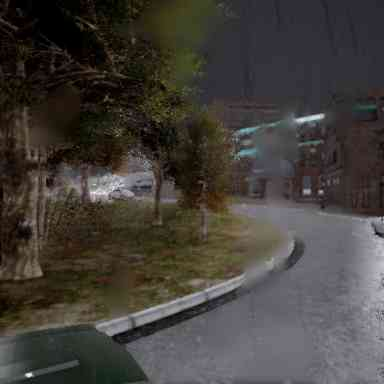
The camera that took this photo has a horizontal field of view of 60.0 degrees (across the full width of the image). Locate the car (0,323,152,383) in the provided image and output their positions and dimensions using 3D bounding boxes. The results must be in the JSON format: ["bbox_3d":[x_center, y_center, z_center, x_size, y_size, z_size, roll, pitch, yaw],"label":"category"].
[{"bbox_3d":[-2.445,1.630,1.807,4.718,1.301,1.895,0,-1,-33],"label":"car"}]

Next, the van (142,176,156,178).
[{"bbox_3d":[-10.629,-2.272,80.219,4.442,1.987,1.878,-1,5,-24],"label":"van"}]

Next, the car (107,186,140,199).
[{"bbox_3d":[-9.990,0.278,46.905,4.674,1.442,1.812,2,2,41],"label":"car"}]

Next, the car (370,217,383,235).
[{"bbox_3d":[10.429,1.688,16.444,1.895,1.301,4.718,0,-1,13],"label":"car"}]

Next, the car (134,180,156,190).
[{"bbox_3d":[-10.090,-1.247,71.112,4.892,1.521,2.231,-1,5,-24],"label":"car"}]
